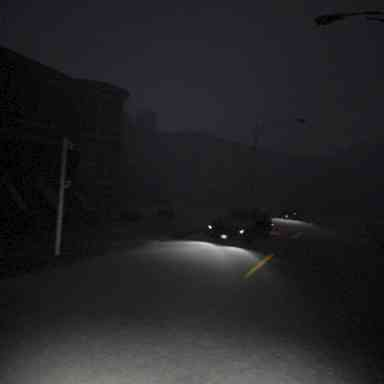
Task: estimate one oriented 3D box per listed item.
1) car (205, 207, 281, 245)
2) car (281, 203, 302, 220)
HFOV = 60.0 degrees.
[{"bbox_3d":[2.470,1.458,15.731,2.033,1.411,5.357,5,1,26],"label":"car"},{"bbox_3d":[9.218,1.750,31.046,2.033,1.411,5.357,5,1,23],"label":"car"}]
